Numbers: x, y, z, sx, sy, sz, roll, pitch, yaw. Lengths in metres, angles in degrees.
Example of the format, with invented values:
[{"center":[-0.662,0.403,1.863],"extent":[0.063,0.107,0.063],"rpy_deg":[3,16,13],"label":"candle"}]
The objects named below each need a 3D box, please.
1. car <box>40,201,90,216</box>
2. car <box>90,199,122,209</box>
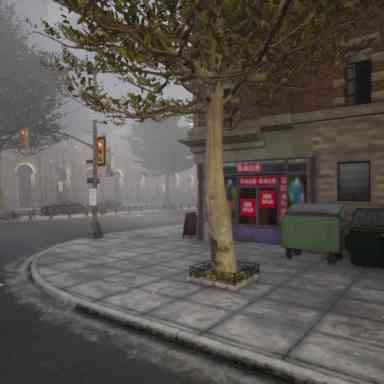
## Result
[{"center":[-12.688,1.557,32.863],"extent":[1.994,1.385,4.181],"rpy_deg":[0,0,36],"label":"car"},{"center":[-11.930,1.586,45.150],"extent":[1.895,1.301,4.718],"rpy_deg":[0,0,36],"label":"car"}]
